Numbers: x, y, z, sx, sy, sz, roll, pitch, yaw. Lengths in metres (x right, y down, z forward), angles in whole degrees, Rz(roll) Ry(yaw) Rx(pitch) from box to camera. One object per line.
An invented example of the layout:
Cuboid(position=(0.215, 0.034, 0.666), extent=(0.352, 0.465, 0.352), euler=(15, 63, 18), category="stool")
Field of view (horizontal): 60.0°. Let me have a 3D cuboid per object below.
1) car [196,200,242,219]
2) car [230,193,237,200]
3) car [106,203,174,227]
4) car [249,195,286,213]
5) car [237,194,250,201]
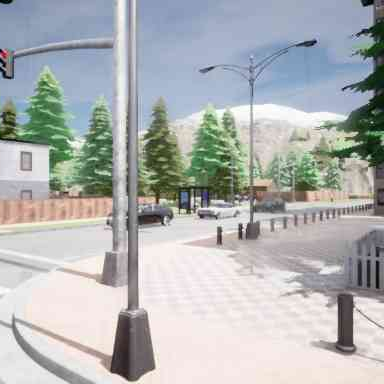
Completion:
Cuboid(position=(2.412, 1.586, 28.616), extent=(1.895, 1.301, 4.718), euler=(0, 0, 37), category="car")
Cuboid(position=(10.741, 1.146, 79.113), extent=(1.905, 1.878, 3.866), euler=(0, 0, 36), category="car")
Cuboid(position=(-3.209, 1.476, 21.227), extent=(2.128, 1.511, 4.902), euler=(0, 0, 37), category="car")
Cuboid(position=(8.606, 1.337, 36.723), extent=(2.097, 1.767, 4.553), euler=(0, 0, 38), category="car")
Cuboid(position=(13.005, 1.144, 77.953), extent=(1.932, 1.855, 4.605), euler=(0, 0, 36), category="car")
